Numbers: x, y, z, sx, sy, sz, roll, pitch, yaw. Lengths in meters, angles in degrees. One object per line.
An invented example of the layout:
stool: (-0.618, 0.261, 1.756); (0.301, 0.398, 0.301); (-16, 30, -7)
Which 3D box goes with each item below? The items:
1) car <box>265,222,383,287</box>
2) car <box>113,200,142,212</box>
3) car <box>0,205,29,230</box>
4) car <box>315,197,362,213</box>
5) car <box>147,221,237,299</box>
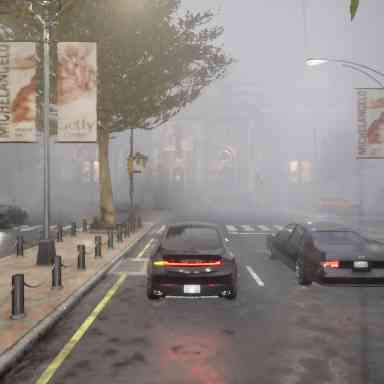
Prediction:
car: (3.496, 1.547, 9.400); (2.033, 1.411, 5.357); (0, 0, 0)
car: (-7.530, 1.564, 35.941); (4.181, 1.385, 1.994); (0, 0, 0)
car: (-12.011, 1.547, 21.128); (2.033, 1.411, 5.357); (0, 0, -10)
car: (15.917, 1.352, 36.032); (4.553, 1.767, 2.097); (0, 0, 0)
car: (-0.003, 1.505, 8.436); (1.837, 1.490, 4.892); (0, 0, 0)
